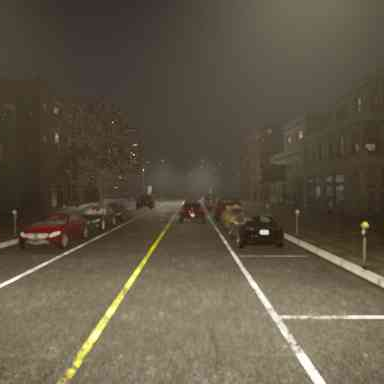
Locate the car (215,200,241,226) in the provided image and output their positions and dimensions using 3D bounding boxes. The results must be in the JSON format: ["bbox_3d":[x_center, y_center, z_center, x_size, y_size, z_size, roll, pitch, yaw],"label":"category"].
[{"bbox_3d":[2.638,1.458,20.015,1.752,1.417,4.829,-1,0,0],"label":"car"}]

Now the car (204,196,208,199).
[{"bbox_3d":[2.595,1.461,36.491,1.802,1.307,4.206,-1,0,0],"label":"car"}]

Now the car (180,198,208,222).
[{"bbox_3d":[0.036,1.443,25.300,1.812,1.442,4.674,0,0,0],"label":"car"}]

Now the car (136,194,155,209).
[{"bbox_3d":[-5.803,1.179,42.014,2.192,1.841,5.009,-1,0,0],"label":"car"}]

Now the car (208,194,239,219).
[{"bbox_3d":[2.621,1.230,25.394,2.192,1.841,5.009,-1,0,0],"label":"car"}]

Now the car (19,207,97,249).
[{"bbox_3d":[-5.727,1.538,14.274,1.802,1.307,4.206,-1,0,0],"label":"car"}]

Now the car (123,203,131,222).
[{"bbox_3d":[-5.757,1.501,25.371,1.802,1.307,4.206,-1,0,0],"label":"car"}]

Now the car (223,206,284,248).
[{"bbox_3d":[2.653,1.518,14.298,1.947,1.339,4.313,-1,0,0],"label":"car"}]

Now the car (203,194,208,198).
[{"bbox_3d":[2.580,1.385,42.209,1.752,1.417,4.829,-1,0,0],"label":"car"}]

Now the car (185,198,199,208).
[{"bbox_3d":[-0.015,1.451,45.275,1.895,1.301,4.718,0,0,0],"label":"car"}]

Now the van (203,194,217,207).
[{"bbox_3d":[2.563,1.183,47.587,1.690,1.788,3.998,-1,0,0],"label":"van"}]

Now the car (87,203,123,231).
[{"bbox_3d":[-5.743,1.488,19.822,2.008,1.369,4.403,-1,0,0],"label":"car"}]

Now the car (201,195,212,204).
[{"bbox_3d":[2.536,1.329,58.854,1.752,1.417,4.829,-1,0,0],"label":"car"}]
